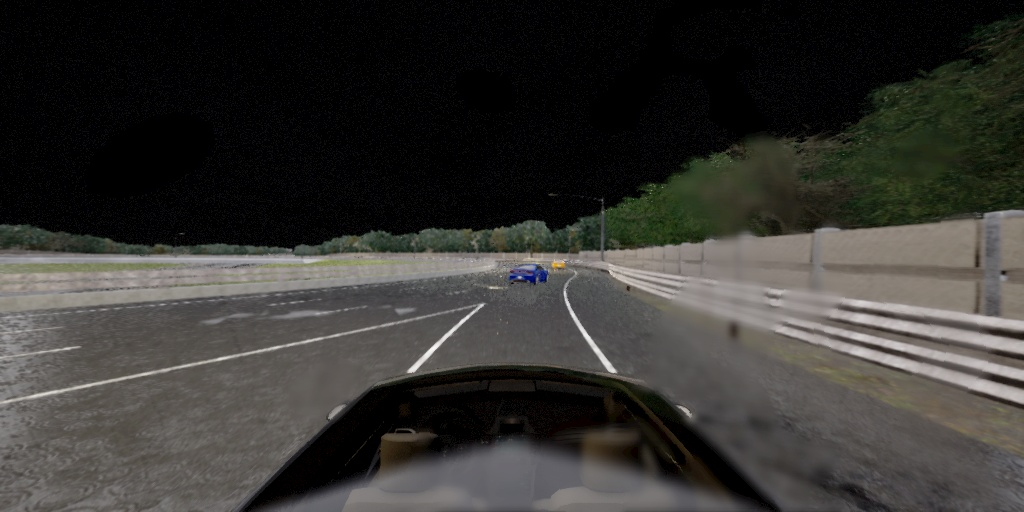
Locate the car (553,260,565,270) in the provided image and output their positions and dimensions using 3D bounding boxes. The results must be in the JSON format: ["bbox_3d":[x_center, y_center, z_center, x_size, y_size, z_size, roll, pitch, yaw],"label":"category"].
[{"bbox_3d":[7.421,1.377,58.078,1.882,1.535,5.008,1,0,2],"label":"car"}]

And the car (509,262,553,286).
[{"bbox_3d":[1.328,1.278,26.225,1.882,1.535,5.008,1,0,19],"label":"car"}]
